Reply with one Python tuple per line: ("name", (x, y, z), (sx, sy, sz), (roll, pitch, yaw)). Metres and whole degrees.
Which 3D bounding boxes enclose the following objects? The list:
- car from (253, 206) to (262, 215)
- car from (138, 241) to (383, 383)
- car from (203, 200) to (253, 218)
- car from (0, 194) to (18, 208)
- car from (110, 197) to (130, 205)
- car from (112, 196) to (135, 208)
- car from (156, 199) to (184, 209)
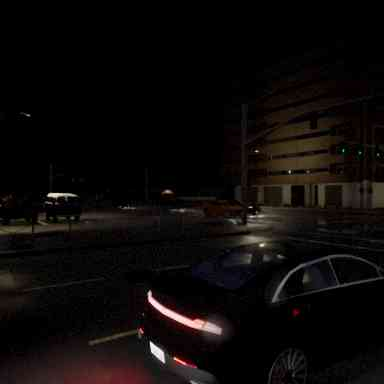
("car", (4.782, 1.601, 34.563), (2.033, 1.411, 5.357), (0, 0, -34))
("car", (1.638, 1.491, 4.908), (4.902, 1.511, 2.128), (0, 0, -34))
("car", (2.986, 1.532, 30.983), (1.882, 1.535, 5.008), (0, 0, -34))
("car", (-31.359, 1.208, 56.593), (1.932, 1.855, 4.605), (0, 0, -34))
("car", (-13.266, 1.609, 61.208), (1.837, 1.490, 4.892), (0, 0, -34))
("car", (-10.587, 1.602, 50.924), (2.033, 1.411, 5.357), (0, 0, -34))
("car", (-3.104, 1.654, 46.134), (1.895, 1.301, 4.718), (0, 0, -34))
